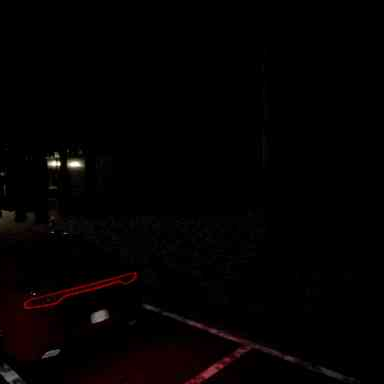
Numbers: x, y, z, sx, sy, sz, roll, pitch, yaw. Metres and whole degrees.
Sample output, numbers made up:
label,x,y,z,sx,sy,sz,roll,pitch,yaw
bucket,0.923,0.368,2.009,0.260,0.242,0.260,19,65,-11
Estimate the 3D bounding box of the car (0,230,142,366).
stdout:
label,x,y,z,sx,sy,sz,roll,pitch,yaw
car,-2.965,1.434,5.904,5.008,1.535,1.882,-1,2,44
